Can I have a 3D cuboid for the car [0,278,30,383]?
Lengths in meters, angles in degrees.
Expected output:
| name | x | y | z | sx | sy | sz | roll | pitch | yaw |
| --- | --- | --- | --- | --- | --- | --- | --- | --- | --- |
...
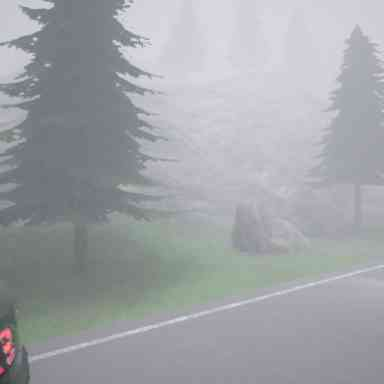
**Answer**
| name | x | y | z | sx | sy | sz | roll | pitch | yaw |
| --- | --- | --- | --- | --- | --- | --- | --- | --- | --- |
| car | -3.734 | 1.218 | 1.322 | 5.566 | 2.045 | 2.150 | 0 | 0 | -35 |
